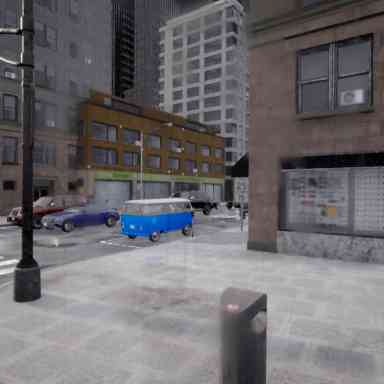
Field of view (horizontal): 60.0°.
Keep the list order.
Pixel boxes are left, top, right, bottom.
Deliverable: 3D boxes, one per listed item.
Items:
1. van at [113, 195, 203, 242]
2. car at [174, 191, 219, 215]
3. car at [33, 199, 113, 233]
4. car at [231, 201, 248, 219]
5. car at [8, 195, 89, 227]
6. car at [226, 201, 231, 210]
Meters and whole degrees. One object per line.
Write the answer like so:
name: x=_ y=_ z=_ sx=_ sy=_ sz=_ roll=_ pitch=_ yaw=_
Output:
van: x=-1.439 y=1.208 z=15.451 sx=1.690 sy=1.788 sz=3.998 roll=1 pitch=1 yaw=35
car: x=-0.405 y=0.924 z=27.082 sx=2.150 sy=2.045 sz=5.566 roll=0 pitch=1 yaw=35
car: x=-6.177 y=1.351 z=18.926 sx=1.812 sy=1.442 sz=4.674 roll=0 pitch=1 yaw=35
car: x=5.036 y=1.280 z=24.614 sx=2.008 sy=1.369 sz=4.403 roll=1 pitch=1 yaw=35
car: x=-8.399 y=1.123 z=20.372 sx=2.192 sy=1.841 sz=5.009 roll=1 pitch=1 yaw=35
car: x=5.458 y=1.178 z=35.369 sx=1.895 sy=1.301 sz=4.718 roll=1 pitch=1 yaw=36
